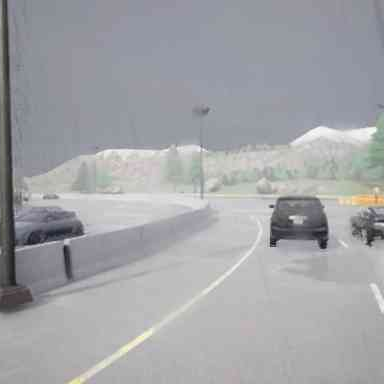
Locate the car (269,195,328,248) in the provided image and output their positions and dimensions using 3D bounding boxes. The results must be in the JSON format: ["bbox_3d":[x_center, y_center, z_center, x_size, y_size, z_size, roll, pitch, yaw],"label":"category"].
[{"bbox_3d":[4.566,1.129,14.560,2.150,2.045,5.566,0,1,16],"label":"car"}]

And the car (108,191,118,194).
[{"bbox_3d":[-23.372,0.555,92.696,4.674,1.442,1.812,0,1,41],"label":"car"}]

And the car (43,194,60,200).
[{"bbox_3d":[-32.946,1.103,77.846,5.357,1.411,2.033,0,1,41],"label":"car"}]

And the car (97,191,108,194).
[{"bbox_3d":[-25.643,0.456,90.029,4.553,1.767,2.097,0,1,41],"label":"car"}]

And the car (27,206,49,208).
[{"bbox_3d":[-8.763,1.523,19.192,2.033,1.411,5.357,0,0,15],"label":"car"}]

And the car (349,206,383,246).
[{"bbox_3d":[8.074,1.358,14.297,2.128,1.511,4.902,0,1,15],"label":"car"}]

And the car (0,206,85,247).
[{"bbox_3d":[-6.606,1.545,14.497,1.994,1.385,4.181,0,0,19],"label":"car"}]

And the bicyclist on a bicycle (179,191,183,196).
[{"bbox_3d":[-2.688,0.362,86.166,0.582,1.620,1.656,1,-19,42],"label":"bicyclist on a bicycle"}]

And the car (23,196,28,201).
[{"bbox_3d":[-37.528,1.228,72.556,4.674,1.442,1.812,0,1,41],"label":"car"}]

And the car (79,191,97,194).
[{"bbox_3d":[-27.934,0.526,87.384,4.553,1.767,2.097,0,1,41],"label":"car"}]
